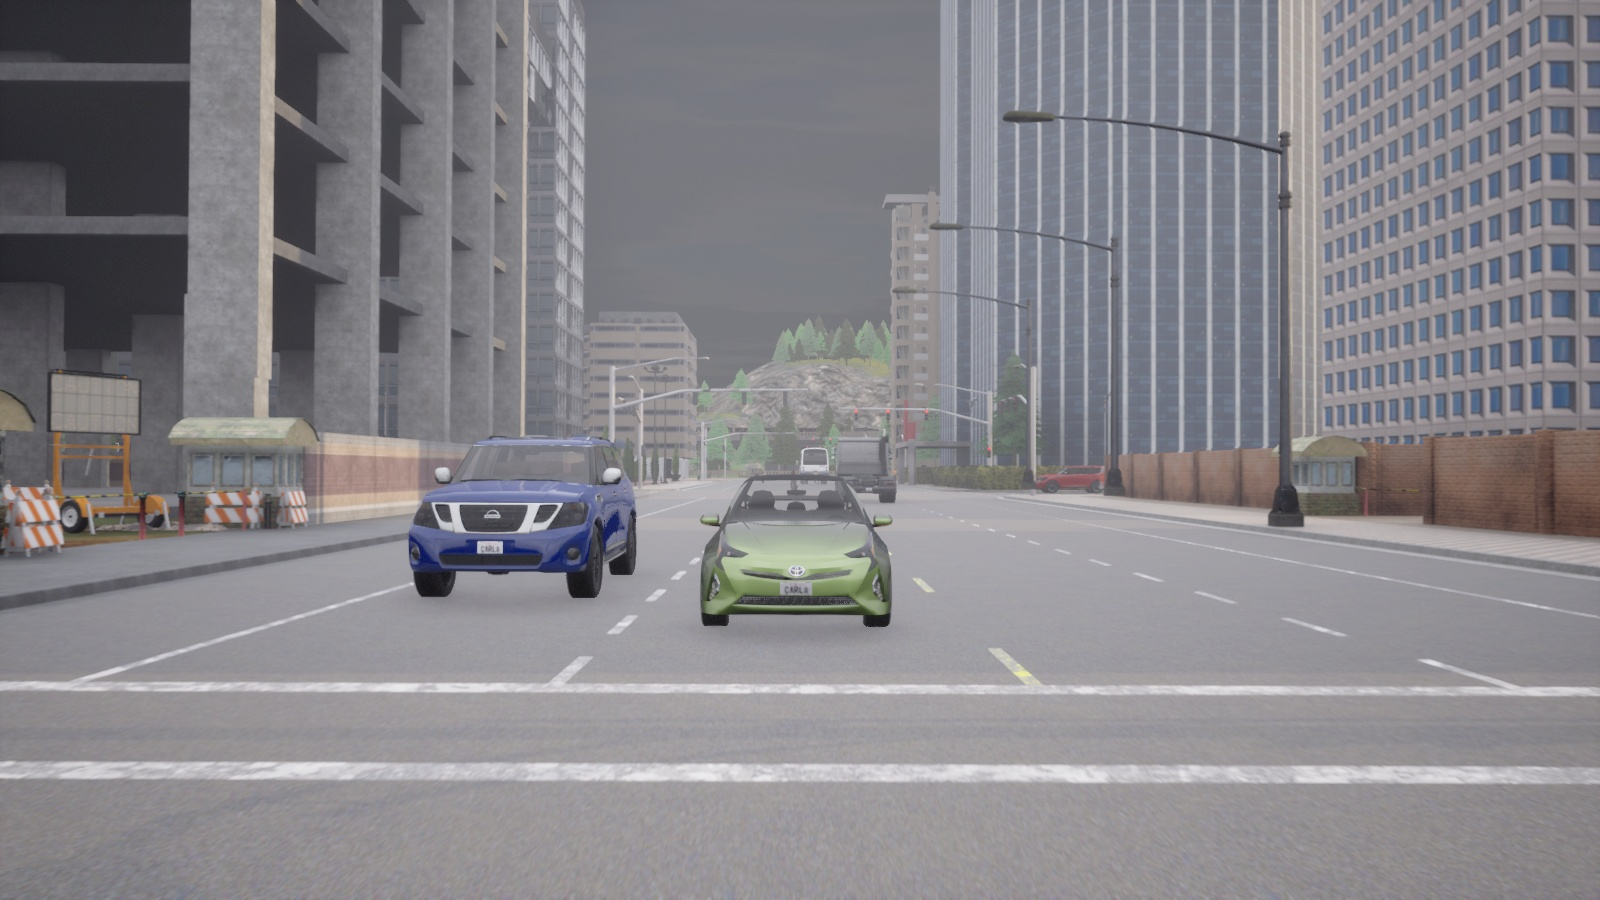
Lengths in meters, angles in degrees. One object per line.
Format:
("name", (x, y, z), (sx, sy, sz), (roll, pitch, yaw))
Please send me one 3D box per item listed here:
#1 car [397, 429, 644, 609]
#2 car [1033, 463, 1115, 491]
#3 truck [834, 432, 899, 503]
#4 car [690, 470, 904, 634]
("car", (-3.541, 0.835, 17.148), (2.150, 2.045, 5.566), (0, -1, 0))
("car", (20.137, 2.002, 92.540), (5.566, 2.045, 2.150), (0, -1, -1))
("truck", (3.342, 0.908, 65.051), (2.891, 3.462, 7.936), (0, -1, 0))
("car", (-0.033, 0.997, 14.049), (2.007, 1.525, 4.514), (0, -1, 0))
